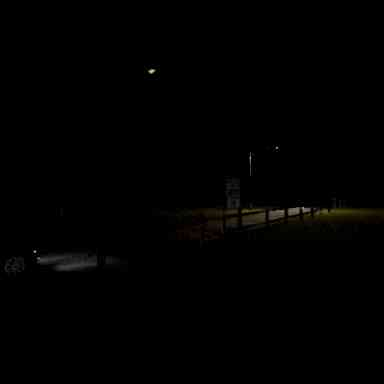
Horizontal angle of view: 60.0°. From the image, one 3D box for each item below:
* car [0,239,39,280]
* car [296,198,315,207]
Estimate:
[{"bbox_3d":[-6.252,1.633,8.107,1.837,1.490,4.892,-1,0,33],"label":"car"},{"bbox_3d":[16.805,1.543,49.323,1.994,1.385,4.181,-1,0,33],"label":"car"}]
